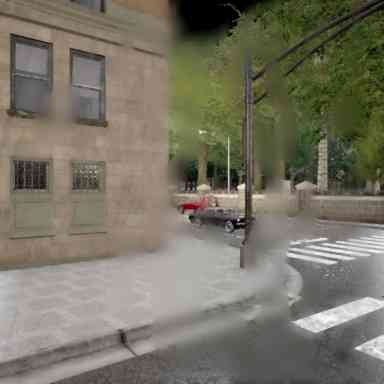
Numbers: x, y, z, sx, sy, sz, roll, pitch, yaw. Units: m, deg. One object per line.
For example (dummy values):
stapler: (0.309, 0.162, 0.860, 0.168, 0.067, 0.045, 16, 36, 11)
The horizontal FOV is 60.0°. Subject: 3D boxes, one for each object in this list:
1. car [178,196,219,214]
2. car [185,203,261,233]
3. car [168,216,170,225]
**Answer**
car: (0.601, 1.285, 31.822, 2.192, 1.841, 5.009, 0, 0, -35)
car: (1.846, 1.586, 19.878, 1.895, 1.301, 4.718, 0, 0, -35)
car: (-3.169, 1.544, 22.284, 1.947, 1.339, 4.313, 0, 0, -35)
